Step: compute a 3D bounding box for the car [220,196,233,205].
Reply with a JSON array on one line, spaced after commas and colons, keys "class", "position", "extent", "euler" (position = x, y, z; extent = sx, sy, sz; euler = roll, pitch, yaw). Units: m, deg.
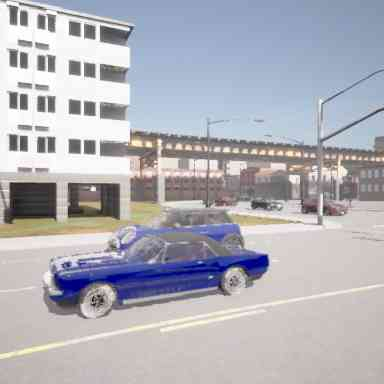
[{"class": "car", "position": [6.503, 1.518, 62.690], "extent": [2.128, 1.511, 4.902], "euler": [0, 0, 3]}]

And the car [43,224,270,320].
[{"class": "car", "position": [-0.697, 1.602, 7.330], "extent": [4.718, 1.301, 1.895], "euler": [0, 0, -27]}]

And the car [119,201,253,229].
[{"class": "car", "position": [-0.509, 1.355, 11.310], "extent": [4.553, 1.767, 2.097], "euler": [0, 0, -26]}]

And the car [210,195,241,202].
[{"class": "car", "position": [5.090, 1.499, 50.753], "extent": [1.882, 1.535, 5.008], "euler": [0, 0, -21]}]

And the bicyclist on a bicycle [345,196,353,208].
[{"class": "bicyclist on a bicycle", "position": [20.438, 1.336, 43.311], "extent": [1.656, 1.620, 0.582], "euler": [0, 0, -25]}]

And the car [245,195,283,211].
[{"class": "car", "position": [9.246, 1.514, 41.355], "extent": [2.128, 1.511, 4.902], "euler": [0, 0, -25]}]

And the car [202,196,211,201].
[{"class": "car", "position": [2.890, 1.528, 60.659], "extent": [1.837, 1.490, 4.892], "euler": [0, 0, -1]}]

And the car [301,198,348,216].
[{"class": "car", "position": [13.112, 1.375, 33.081], "extent": [2.097, 1.767, 4.553], "euler": [0, 0, -25]}]

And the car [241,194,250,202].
[{"class": "car", "position": [11.881, 1.561, 75.702], "extent": [2.128, 1.511, 4.902], "euler": [0, 0, 41]}]
